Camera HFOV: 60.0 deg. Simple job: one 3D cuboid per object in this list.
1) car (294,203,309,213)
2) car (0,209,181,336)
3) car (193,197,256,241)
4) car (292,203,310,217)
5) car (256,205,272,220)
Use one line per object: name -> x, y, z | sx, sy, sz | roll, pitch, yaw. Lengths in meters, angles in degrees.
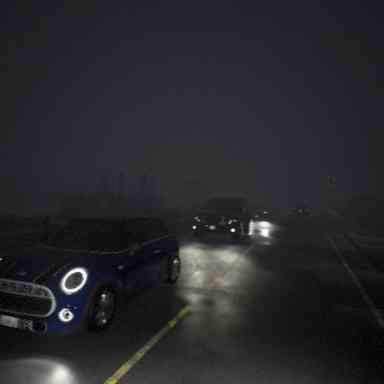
car -> 16.141, 2.309, 49.115 | 1.895, 1.301, 4.718 | 2, 0, 19
car -> -1.857, 1.271, 6.843 | 2.097, 1.767, 4.553 | 2, 0, 18
car -> 1.780, 1.301, 17.723 | 2.150, 2.045, 5.566 | 2, 0, 18
car -> 12.907, 2.130, 39.415 | 1.994, 1.385, 4.181 | 2, 0, 19
car -> 6.511, 1.888, 31.853 | 1.895, 1.301, 4.718 | 2, 0, 19
